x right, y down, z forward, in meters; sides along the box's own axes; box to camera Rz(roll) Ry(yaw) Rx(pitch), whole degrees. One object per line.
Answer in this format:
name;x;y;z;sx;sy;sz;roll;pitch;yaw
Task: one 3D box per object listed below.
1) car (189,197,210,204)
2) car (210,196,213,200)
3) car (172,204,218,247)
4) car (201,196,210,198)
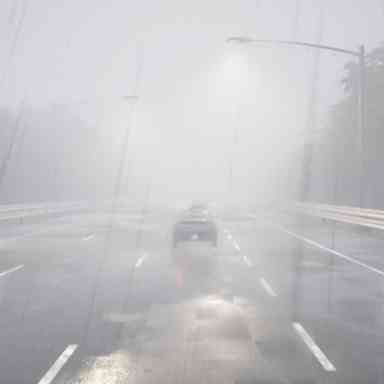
car;0.633;1.562;34.115;1.812;1.442;4.674;0;0;2
car;3.312;1.710;81.457;2.128;1.511;4.902;0;0;4
car;0.139;1.508;15.042;2.128;1.511;4.902;0;0;1
car;1.440;1.602;52.181;1.812;1.442;4.674;0;0;3
